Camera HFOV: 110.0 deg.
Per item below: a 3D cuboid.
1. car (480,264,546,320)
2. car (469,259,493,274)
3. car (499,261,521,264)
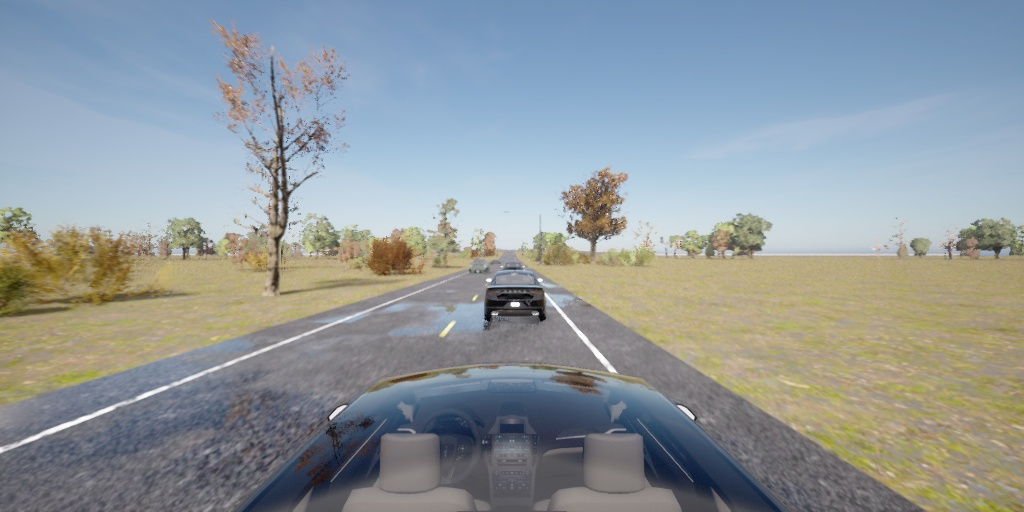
[{"bbox_3d":[0.092,1.227,12.677,1.882,1.535,5.008,0,0,0],"label":"car"},{"bbox_3d":[-3.609,1.093,40.233,2.097,1.767,4.553,0,0,0],"label":"car"},{"bbox_3d":[0.083,1.250,31.109,1.837,1.490,4.892,0,0,0],"label":"car"}]
